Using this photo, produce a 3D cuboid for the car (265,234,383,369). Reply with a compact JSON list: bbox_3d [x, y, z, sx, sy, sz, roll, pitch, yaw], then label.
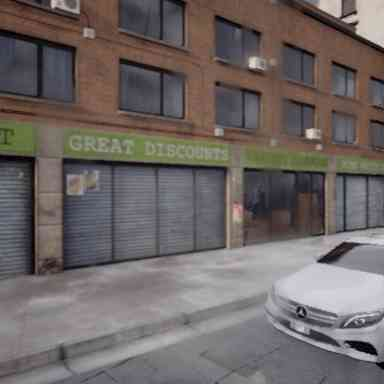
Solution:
[{"bbox_3d":[3.312,1.504,5.724,4.674,1.442,1.812,0,0,-36],"label":"car"}]
